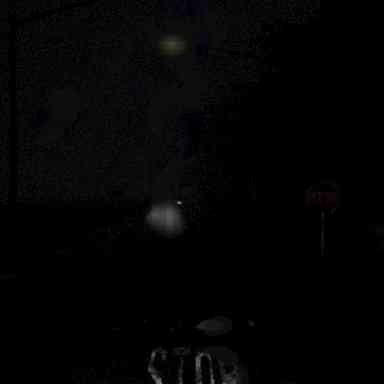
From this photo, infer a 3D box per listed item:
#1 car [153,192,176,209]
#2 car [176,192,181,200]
[{"bbox_3d":[-3.019,0.999,35.744,1.837,1.490,4.892,0,1,0],"label":"car"},{"bbox_3d":[-2.904,0.662,59.388,1.895,1.301,4.718,0,1,1],"label":"car"}]
